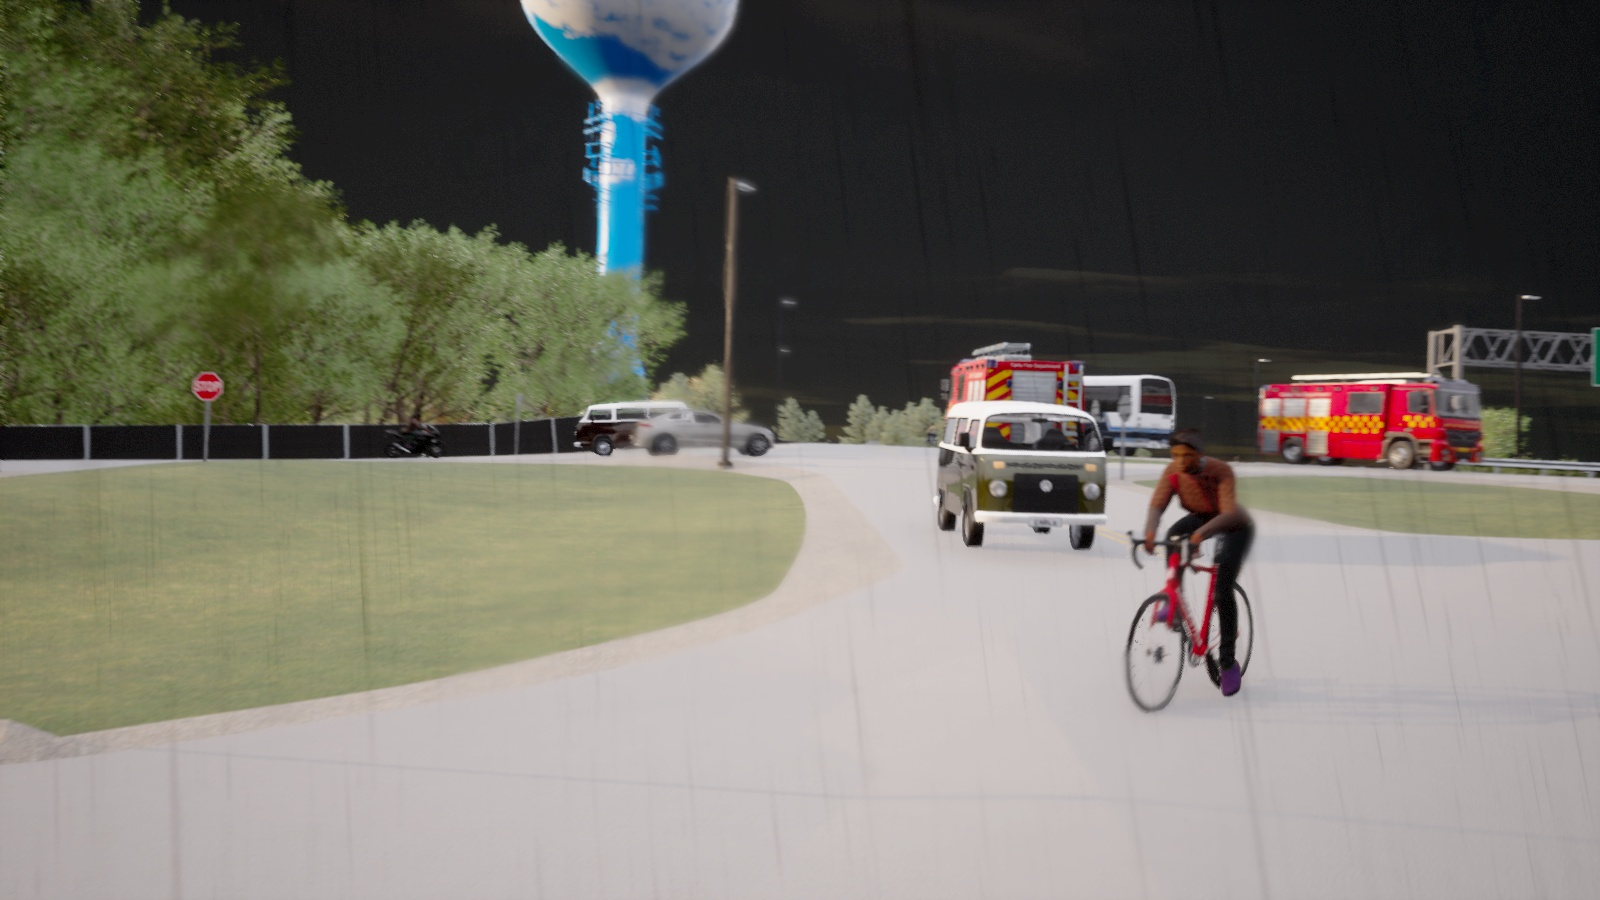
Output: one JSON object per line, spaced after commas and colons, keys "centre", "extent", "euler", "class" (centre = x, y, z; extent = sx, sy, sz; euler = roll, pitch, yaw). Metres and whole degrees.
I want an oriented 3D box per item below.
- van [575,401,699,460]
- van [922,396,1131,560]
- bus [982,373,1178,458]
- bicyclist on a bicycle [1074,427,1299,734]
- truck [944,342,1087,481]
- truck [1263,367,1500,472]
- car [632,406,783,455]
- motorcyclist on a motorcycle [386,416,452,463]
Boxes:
{"centre": [-6.111, -0.705, 47.142], "extent": [4.480, 2.038, 2.069], "euler": [-1, -1, -8], "class": "van"}
{"centre": [3.103, 0.303, 18.234], "extent": [2.069, 2.038, 4.480], "euler": [1, 1, -1], "class": "van"}
{"centre": [15.151, -1.900, 68.931], "extent": [3.944, 4.253, 10.273], "euler": [2, 1, -36], "class": "bus"}
{"centre": [2.325, 0.690, 7.437], "extent": [0.582, 1.620, 1.656], "euler": [1, 1, 43], "class": "bicyclist on a bicycle"}
{"centre": [6.496, -1.251, 39.318], "extent": [2.891, 3.827, 8.468], "euler": [2, 2, 0], "class": "truck"}
{"centre": [23.167, -1.237, 50.662], "extent": [2.891, 3.827, 8.468], "euler": [2, 1, -29], "class": "truck"}
{"centre": [-3.303, -0.695, 44.409], "extent": [5.027, 1.651, 2.152], "euler": [-1, 1, -14], "class": "car"}
{"centre": [-12.766, -0.364, 42.114], "extent": [2.044, 1.523, 0.797], "euler": [-1, 1, -14], "class": "motorcyclist on a motorcycle"}
